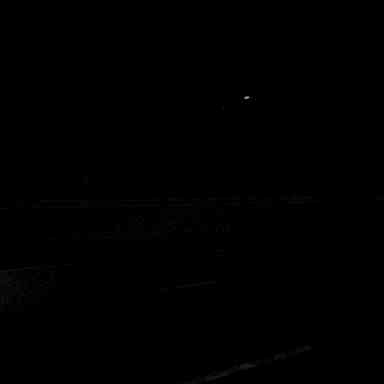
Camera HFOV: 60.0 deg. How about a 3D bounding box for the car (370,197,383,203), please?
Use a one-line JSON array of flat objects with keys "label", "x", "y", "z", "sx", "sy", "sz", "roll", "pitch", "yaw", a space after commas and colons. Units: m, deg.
[{"label": "car", "x": 24.699, "y": 1.316, "z": 42.320, "sx": 4.674, "sy": 1.442, "sz": 1.812, "roll": 0, "pitch": 1, "yaw": -27}]
